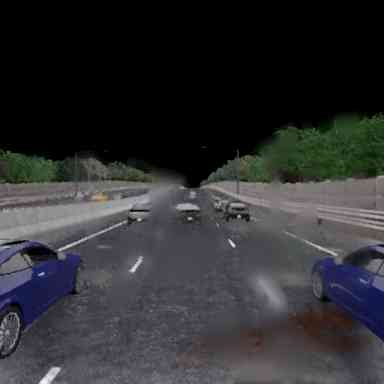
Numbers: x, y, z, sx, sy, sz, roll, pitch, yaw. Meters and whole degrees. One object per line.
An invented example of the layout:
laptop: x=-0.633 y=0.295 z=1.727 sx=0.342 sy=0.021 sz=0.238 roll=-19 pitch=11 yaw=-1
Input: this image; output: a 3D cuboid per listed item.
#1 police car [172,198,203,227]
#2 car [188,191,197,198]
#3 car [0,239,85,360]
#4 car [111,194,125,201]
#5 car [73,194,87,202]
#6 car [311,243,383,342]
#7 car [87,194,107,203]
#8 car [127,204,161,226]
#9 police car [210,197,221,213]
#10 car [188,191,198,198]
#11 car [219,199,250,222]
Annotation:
police car: x=-0.397 y=1.501 z=23.823 sx=1.930 sy=1.638 sz=5.238 roll=0 pitch=0 yaw=-6
car: x=0.161 y=0.545 z=78.637 sx=1.994 sy=1.385 sz=4.181 roll=0 pitch=2 yaw=0
car: x=-3.389 y=1.553 z=5.848 sx=1.812 sy=1.442 sz=4.674 roll=0 pitch=0 yaw=0
car: x=-13.915 y=1.134 z=62.880 sx=2.128 sy=1.511 sz=4.902 roll=0 pitch=2 yaw=1
car: x=-20.895 y=1.169 z=62.850 sx=1.812 sy=1.442 sz=4.674 roll=0 pitch=2 yaw=1
car: x=3.510 y=1.552 z=5.403 sx=1.812 sy=1.442 sz=4.674 roll=0 pitch=0 yaw=0
car: x=-17.411 y=1.139 z=62.292 sx=1.882 sy=1.535 sz=5.008 roll=0 pitch=2 yaw=1
car: x=-3.353 y=1.567 z=23.789 sx=2.128 sy=1.511 sz=4.902 roll=0 pitch=0 yaw=0
police car: x=3.578 y=1.594 z=38.407 sx=2.038 sy=1.542 sz=4.974 roll=0 pitch=0 yaw=0
car: x=0.207 y=0.959 z=67.807 sx=2.128 sy=1.511 sz=4.902 roll=0 pitch=2 yaw=0
car: x=3.555 y=1.588 z=27.408 sx=1.837 sy=1.490 sz=4.892 roll=0 pitch=0 yaw=0
